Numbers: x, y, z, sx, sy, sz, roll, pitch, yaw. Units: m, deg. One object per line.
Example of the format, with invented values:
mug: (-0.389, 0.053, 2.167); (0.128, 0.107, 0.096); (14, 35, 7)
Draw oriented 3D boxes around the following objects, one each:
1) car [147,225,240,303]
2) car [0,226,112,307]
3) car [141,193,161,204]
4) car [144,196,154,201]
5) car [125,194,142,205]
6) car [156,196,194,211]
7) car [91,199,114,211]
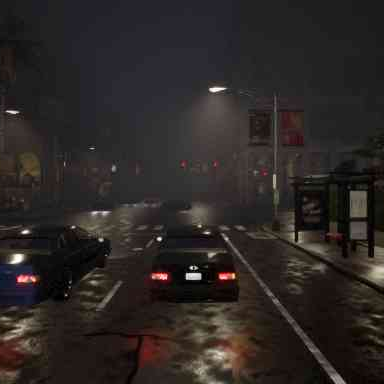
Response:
car: (0.024, 1.547, 8.421); (2.033, 1.411, 5.357); (0, 0, 0)
car: (-3.476, 1.547, 8.236); (2.033, 1.411, 5.357); (0, 0, 0)
car: (-7.512, 1.352, 61.108); (2.097, 1.767, 4.553); (0, 0, 0)
car: (-11.007, 1.595, 85.477); (1.895, 1.301, 4.718); (0, 0, 3)
car: (-11.009, 1.526, 61.208); (1.812, 1.442, 4.674); (0, 0, 0)
car: (-2.004, 1.564, 40.219); (1.994, 1.385, 4.181); (0, 0, -43)
car: (-10.889, 1.564, 40.746); (1.994, 1.385, 4.181); (0, 0, 0)
